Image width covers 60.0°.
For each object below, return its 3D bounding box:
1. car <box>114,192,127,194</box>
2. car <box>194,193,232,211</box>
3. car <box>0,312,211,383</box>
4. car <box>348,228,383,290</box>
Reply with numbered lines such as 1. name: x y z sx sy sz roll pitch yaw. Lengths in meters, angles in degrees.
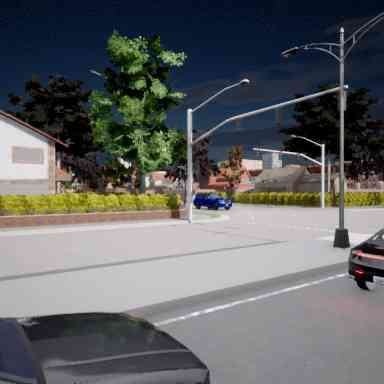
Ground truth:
1. car: -13.231 1.064 62.185 2.150 2.045 5.566 0 0 -35
2. car: 2.434 1.120 40.407 2.150 2.045 5.566 0 0 -36
3. car: -2.369 1.543 2.054 5.357 1.411 2.033 0 0 -36
4. car: 5.592 1.474 7.733 4.902 1.511 2.128 0 0 -35
